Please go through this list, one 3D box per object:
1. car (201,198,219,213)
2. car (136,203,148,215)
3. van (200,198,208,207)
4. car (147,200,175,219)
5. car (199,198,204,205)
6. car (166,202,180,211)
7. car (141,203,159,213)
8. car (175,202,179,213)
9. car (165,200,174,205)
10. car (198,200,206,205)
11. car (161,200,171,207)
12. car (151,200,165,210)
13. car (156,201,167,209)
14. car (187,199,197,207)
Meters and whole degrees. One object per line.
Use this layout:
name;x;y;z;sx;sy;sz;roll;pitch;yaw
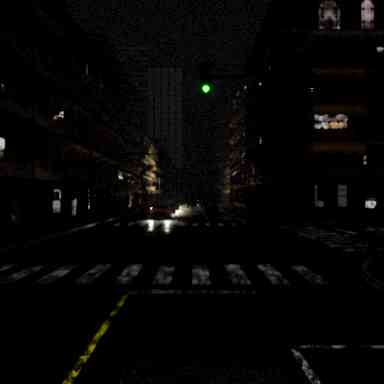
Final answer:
car;2.672;2.045;45.986;1.967;1.590;4.097;-1;-1;0
car;-5.706;2.081;40.461;2.008;1.369;4.403;-1;-1;0
van;2.665;2.324;73.624;1.690;1.788;3.998;-1;-1;0
car;-3.105;1.928;34.483;1.882;1.535;5.008;0;-1;0
car;2.669;2.381;62.567;2.008;1.369;4.403;-1;-1;0
car;-3.088;2.321;54.443;1.895;1.301;4.718;0;-1;1
car;-5.707;2.171;45.987;1.947;1.339;4.313;-1;-1;0
car;-3.106;2.132;44.445;2.033;1.411;5.357;0;-1;0
car;-5.716;2.719;84.680;1.802;1.307;4.206;-1;-1;0
car;2.663;2.759;90.204;1.887;1.381;4.507;-1;-1;0
car;-5.714;2.506;73.455;1.752;1.417;4.829;-1;-1;0
car;-5.711;2.195;57.044;1.967;1.590;4.097;-1;-1;0
car;-5.711;2.412;62.570;1.802;1.307;4.206;-1;-1;0
car;-0.015;2.356;74.945;2.097;1.767;4.553;0;-1;0
